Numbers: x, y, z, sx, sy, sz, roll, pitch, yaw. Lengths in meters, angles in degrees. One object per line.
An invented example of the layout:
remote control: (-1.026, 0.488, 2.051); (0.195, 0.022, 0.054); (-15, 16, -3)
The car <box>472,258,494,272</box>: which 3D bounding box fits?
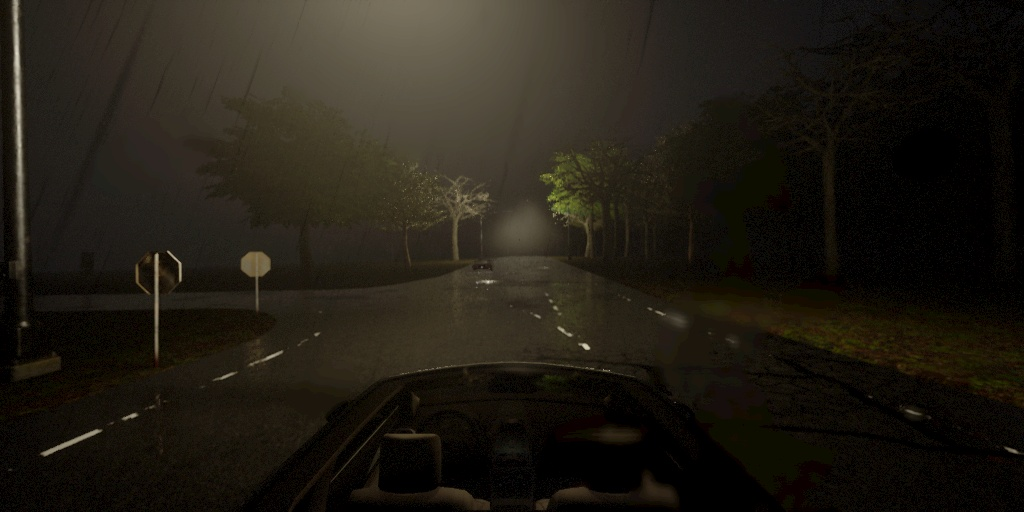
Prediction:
car: (-2.962, 0.881, 37.702); (1.994, 1.385, 4.181); (-1, 2, 1)
